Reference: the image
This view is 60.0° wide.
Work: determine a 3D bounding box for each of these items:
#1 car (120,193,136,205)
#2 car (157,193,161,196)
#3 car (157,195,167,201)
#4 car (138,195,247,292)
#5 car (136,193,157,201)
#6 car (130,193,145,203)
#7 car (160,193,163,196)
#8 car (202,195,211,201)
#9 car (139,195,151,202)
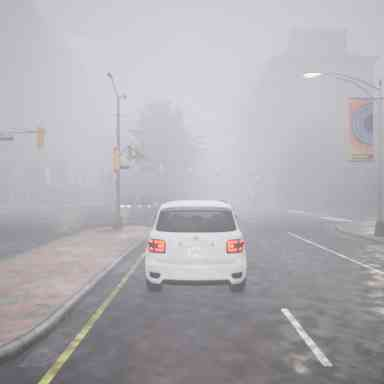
[{"bbox_3d":[-11.399,1.488,59.705,2.128,1.511,4.902,0,0,1],"label":"car"},{"bbox_3d":[-7.834,1.522,66.811,1.812,1.442,4.674,0,0,1],"label":"car"},{"bbox_3d":[-7.754,1.547,86.243,1.994,1.385,4.181,0,0,0],"label":"car"},{"bbox_3d":[0.096,1.221,9.048,2.150,2.045,5.566,0,0,0],"label":"car"},{"bbox_3d":[-7.916,1.348,57.926,2.097,1.767,4.553,0,0,0],"label":"car"},{"bbox_3d":[-11.302,1.221,69.624,2.150,2.045,5.566,0,0,0],"label":"car"},{"bbox_3d":[-7.783,1.221,76.427,2.150,2.045,5.566,0,0,0],"label":"car"},{"bbox_3d":[3.750,1.535,87.813,2.033,1.411,5.357,0,0,0],"label":"car"},{"bbox_3d":[-11.272,1.520,80.062,2.128,1.511,4.902,0,0,0],"label":"car"}]
